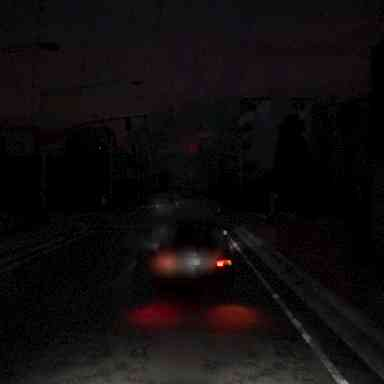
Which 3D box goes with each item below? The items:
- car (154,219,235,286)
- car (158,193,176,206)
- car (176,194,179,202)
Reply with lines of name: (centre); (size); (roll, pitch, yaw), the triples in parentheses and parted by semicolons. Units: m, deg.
car: (0.059, 1.475, 9.282); (2.033, 1.411, 5.357); (0, 0, 0)
car: (-3.582, 1.147, 46.501); (1.837, 1.490, 4.892); (0, 1, 0)
car: (-3.528, 0.995, 63.165); (1.882, 1.535, 5.008); (0, 0, 1)
